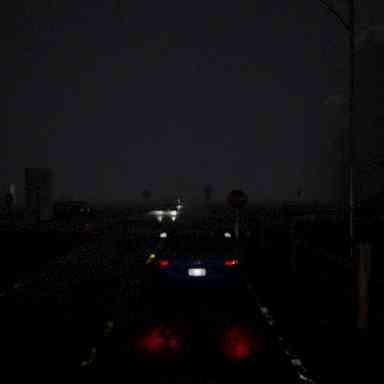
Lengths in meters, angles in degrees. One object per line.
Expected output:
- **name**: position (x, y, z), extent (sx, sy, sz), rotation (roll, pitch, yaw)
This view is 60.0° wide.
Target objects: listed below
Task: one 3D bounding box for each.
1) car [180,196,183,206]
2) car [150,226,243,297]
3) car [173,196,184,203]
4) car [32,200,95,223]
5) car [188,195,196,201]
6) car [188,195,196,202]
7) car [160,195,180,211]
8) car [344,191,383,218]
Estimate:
- **car**: position (-2.836, 1.300, 54.291), extent (2.097, 1.767, 4.553), rotation (0, 0, 0)
- **car**: position (0.097, 1.550, 8.567), extent (1.994, 1.385, 4.181), rotation (0, 0, 0)
- **car**: position (-2.767, 1.484, 69.763), extent (2.033, 1.411, 5.357), rotation (0, 0, 0)
- **car**: position (-10.023, 1.431, 25.887), extent (4.553, 1.767, 2.097), rotation (-1, 1, 12)
- **car**: position (-0.020, 1.384, 81.285), extent (1.994, 1.385, 4.181), rotation (0, 0, 0)
- **car**: position (-0.017, 1.482, 70.860), extent (2.033, 1.411, 5.357), rotation (0, 0, 0)
- **car**: position (-2.853, 1.431, 41.043), extent (1.882, 1.535, 5.008), rotation (0, 0, 0)
- **car**: position (15.123, 0.925, 26.497), extent (5.566, 2.045, 2.150), rotation (-1, 1, 0)
